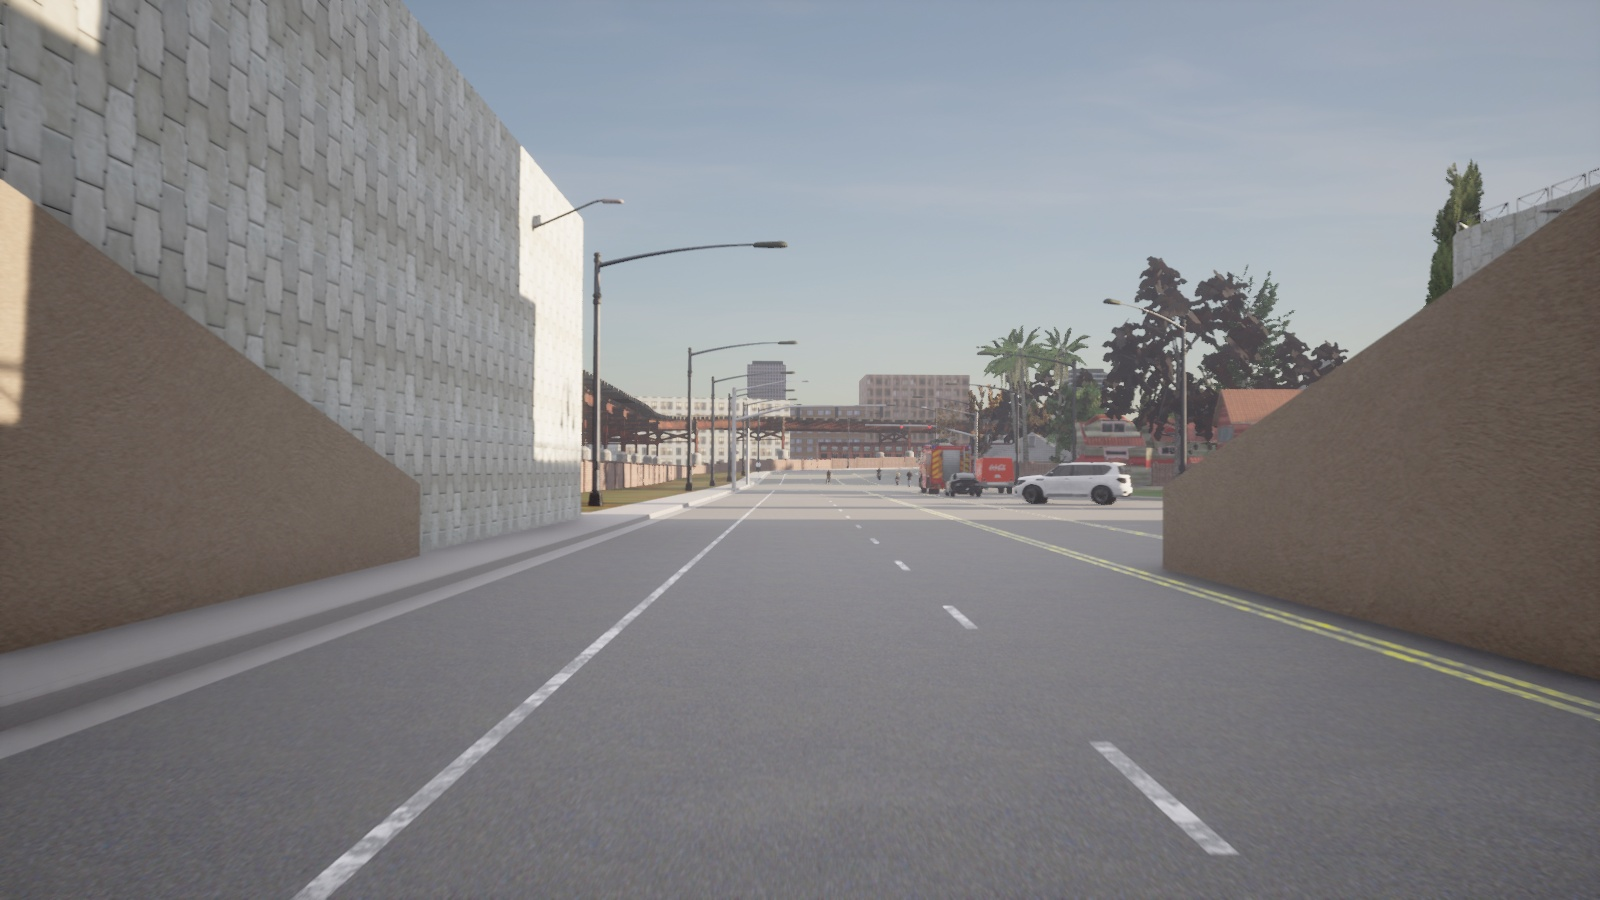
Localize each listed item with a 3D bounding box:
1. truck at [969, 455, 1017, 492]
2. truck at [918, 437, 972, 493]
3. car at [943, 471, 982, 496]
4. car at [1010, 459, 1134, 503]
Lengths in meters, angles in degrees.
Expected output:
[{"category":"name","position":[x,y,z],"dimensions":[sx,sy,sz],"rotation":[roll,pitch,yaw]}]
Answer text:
[{"category":"truck","position":[13.769,1.749,90.030],"dimensions":[2.627,2.467,5.204],"rotation":[0,-3,0]},{"category":"truck","position":[10.267,1.111,89.707],"dimensions":[2.891,3.827,8.468],"rotation":[0,-1,0]},{"category":"car","position":[10.294,2.112,79.639],"dimensions":[1.837,1.490,4.892],"rotation":[0,-1,0]},{"category":"car","position":[13.168,1.499,60.801],"dimensions":[5.566,2.045,2.150],"rotation":[-1,-1,23]}]
